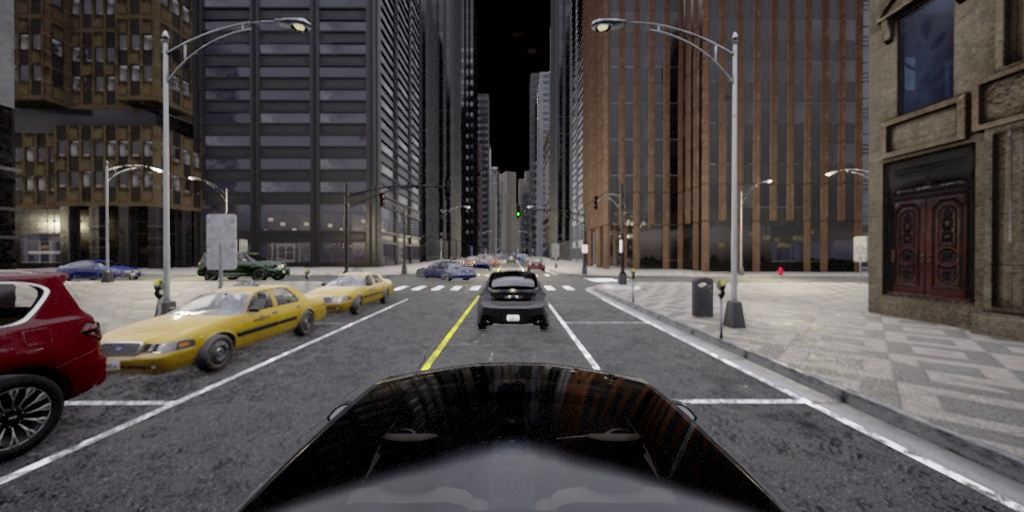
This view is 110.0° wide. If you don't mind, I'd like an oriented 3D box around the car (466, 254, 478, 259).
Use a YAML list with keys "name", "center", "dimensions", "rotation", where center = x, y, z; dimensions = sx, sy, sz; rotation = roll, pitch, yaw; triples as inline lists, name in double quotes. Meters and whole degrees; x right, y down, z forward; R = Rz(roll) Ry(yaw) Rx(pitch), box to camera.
- name: "car"
  center: [-5.946, 0.803, 51.320]
  dimensions: [1.967, 1.591, 4.097]
  rotation: [0, 0, 0]

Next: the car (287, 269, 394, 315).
- name: "car"
  center: [-5.804, 1.183, 13.159]
  dimensions: [1.751, 1.417, 4.829]
  rotation: [0, 0, 0]

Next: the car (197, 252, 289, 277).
- name: "car"
  center: [-18.609, 0.728, 24.967]
  dimensions: [5.566, 2.045, 2.150]
  rotation: [0, 0, 1]

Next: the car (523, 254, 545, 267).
- name: "car"
  center: [2.621, 0.889, 40.153]
  dimensions: [1.967, 1.591, 4.097]
  rotation: [0, 0, 0]

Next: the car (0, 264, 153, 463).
- name: "car"
  center: [-5.763, 1.061, 2.126]
  dimensions: [2.192, 1.841, 5.009]
  rotation: [0, 0, 0]

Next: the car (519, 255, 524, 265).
- name: "car"
  center: [2.558, 0.871, 56.979]
  dimensions: [2.007, 1.370, 4.403]
  rotation: [0, 0, 0]

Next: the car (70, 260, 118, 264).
- name: "car"
  center: [-28.602, 1.002, 24.845]
  dimensions: [4.674, 1.442, 1.812]
  rotation: [0, 0, 0]

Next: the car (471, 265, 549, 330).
- name: "car"
  center: [0.036, 1.183, 10.809]
  dimensions: [1.837, 1.490, 4.892]
  rotation: [0, 0, 0]

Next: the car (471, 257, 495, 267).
- name: "car"
  center: [-3.234, 1.046, 40.656]
  dimensions: [1.895, 1.301, 4.718]
  rotation: [0, 0, 0]

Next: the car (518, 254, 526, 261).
- name: "car"
  center: [2.537, 0.845, 62.588]
  dimensions: [1.948, 1.339, 4.313]
  rotation: [0, 0, 0]

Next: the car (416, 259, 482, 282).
- name: "car"
  center: [-4.908, 1.092, 26.222]
  dimensions: [5.357, 1.411, 2.033]
  rotation: [1, 0, 43]

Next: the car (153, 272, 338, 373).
- name: "car"
  center: [-5.783, 1.227, 7.557]
  dimensions: [1.751, 1.417, 4.829]
  rotation: [0, 0, 0]

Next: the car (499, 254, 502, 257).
- name: "car"
  center: [-3.288, 0.648, 60.296]
  dimensions: [2.097, 1.767, 4.553]
  rotation: [0, 0, 0]

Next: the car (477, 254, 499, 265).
- name: "car"
  center: [-3.266, 0.723, 50.347]
  dimensions: [2.097, 1.767, 4.553]
  rotation: [0, 0, 0]
